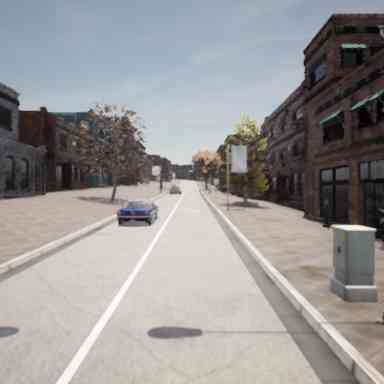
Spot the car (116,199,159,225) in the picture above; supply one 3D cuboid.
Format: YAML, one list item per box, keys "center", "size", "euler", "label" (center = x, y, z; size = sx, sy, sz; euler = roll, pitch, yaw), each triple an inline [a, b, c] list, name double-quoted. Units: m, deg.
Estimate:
- center: [-3.101, 1.123, 19.646]
  size: [1.895, 1.301, 4.718]
  euler: [0, 2, 0]
  label: "car"

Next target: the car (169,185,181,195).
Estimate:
- center: [-3.043, -0.472, 61.186]
  size: [2.097, 1.767, 4.553]
  euler: [0, 2, 0]
  label: "car"
